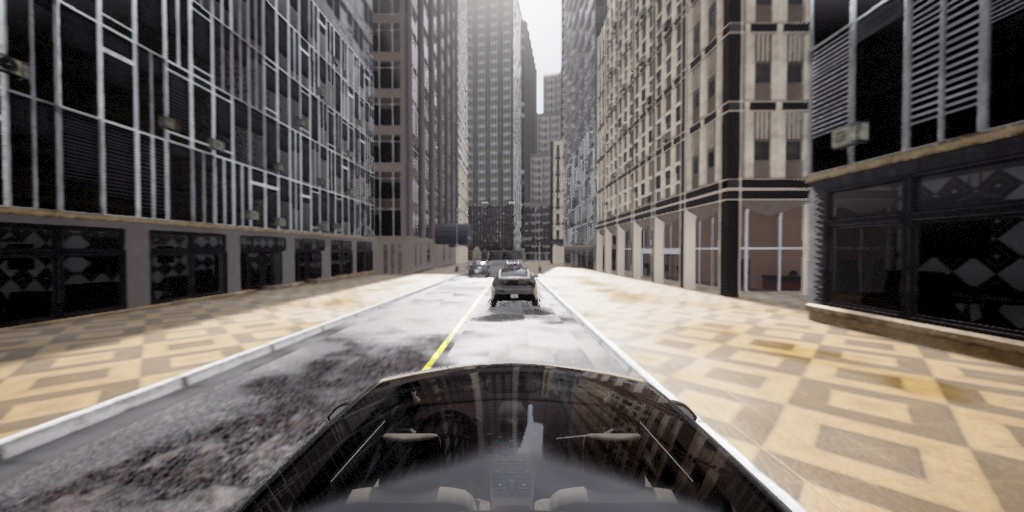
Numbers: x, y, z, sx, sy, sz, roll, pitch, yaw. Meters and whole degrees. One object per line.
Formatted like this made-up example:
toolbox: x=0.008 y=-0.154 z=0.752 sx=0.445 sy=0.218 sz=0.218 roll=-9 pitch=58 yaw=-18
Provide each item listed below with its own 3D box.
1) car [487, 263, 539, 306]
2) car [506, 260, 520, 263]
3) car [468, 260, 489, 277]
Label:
car: x=0.093 y=1.219 z=15.599 sx=1.837 sy=1.490 sz=4.892 roll=0 pitch=0 yaw=0
car: x=0.094 y=1.160 z=35.747 sx=2.128 sy=1.511 sz=4.902 roll=0 pitch=0 yaw=0
car: x=-3.004 y=1.165 z=33.678 sx=2.128 sy=1.511 sz=4.902 roll=0 pitch=0 yaw=0
